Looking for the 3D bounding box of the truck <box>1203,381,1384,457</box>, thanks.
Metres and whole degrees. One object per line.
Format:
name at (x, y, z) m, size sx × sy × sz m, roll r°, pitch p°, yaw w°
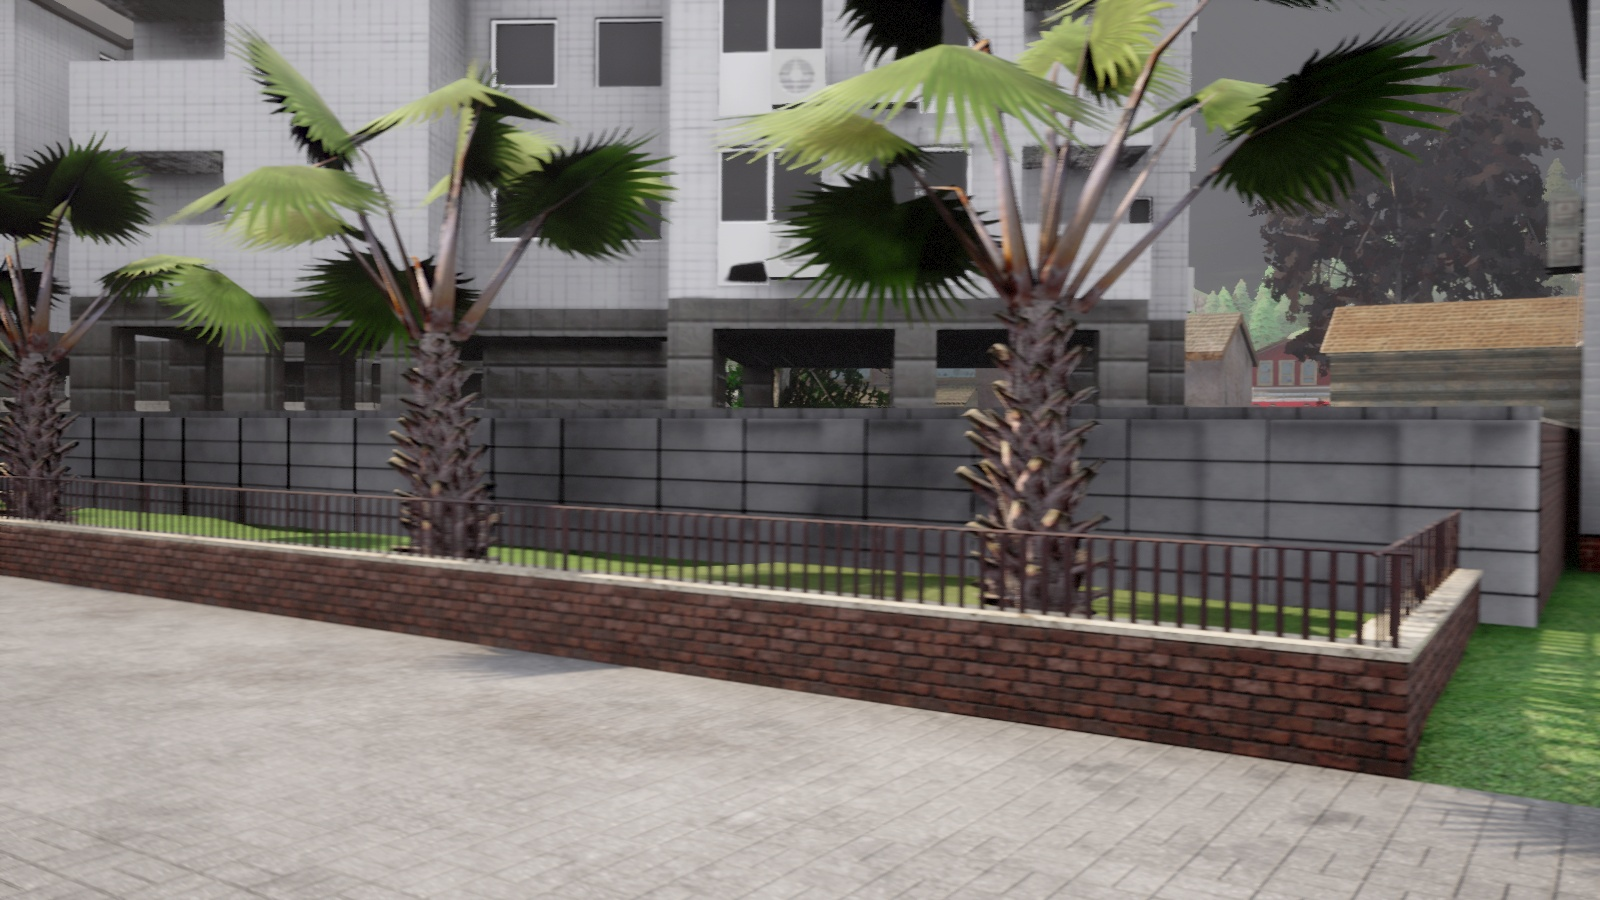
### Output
truck at (25.972, -1.573, 66.281) m, size 8.468 × 3.827 × 2.891 m, roll 0°, pitch 1°, yaw 34°
